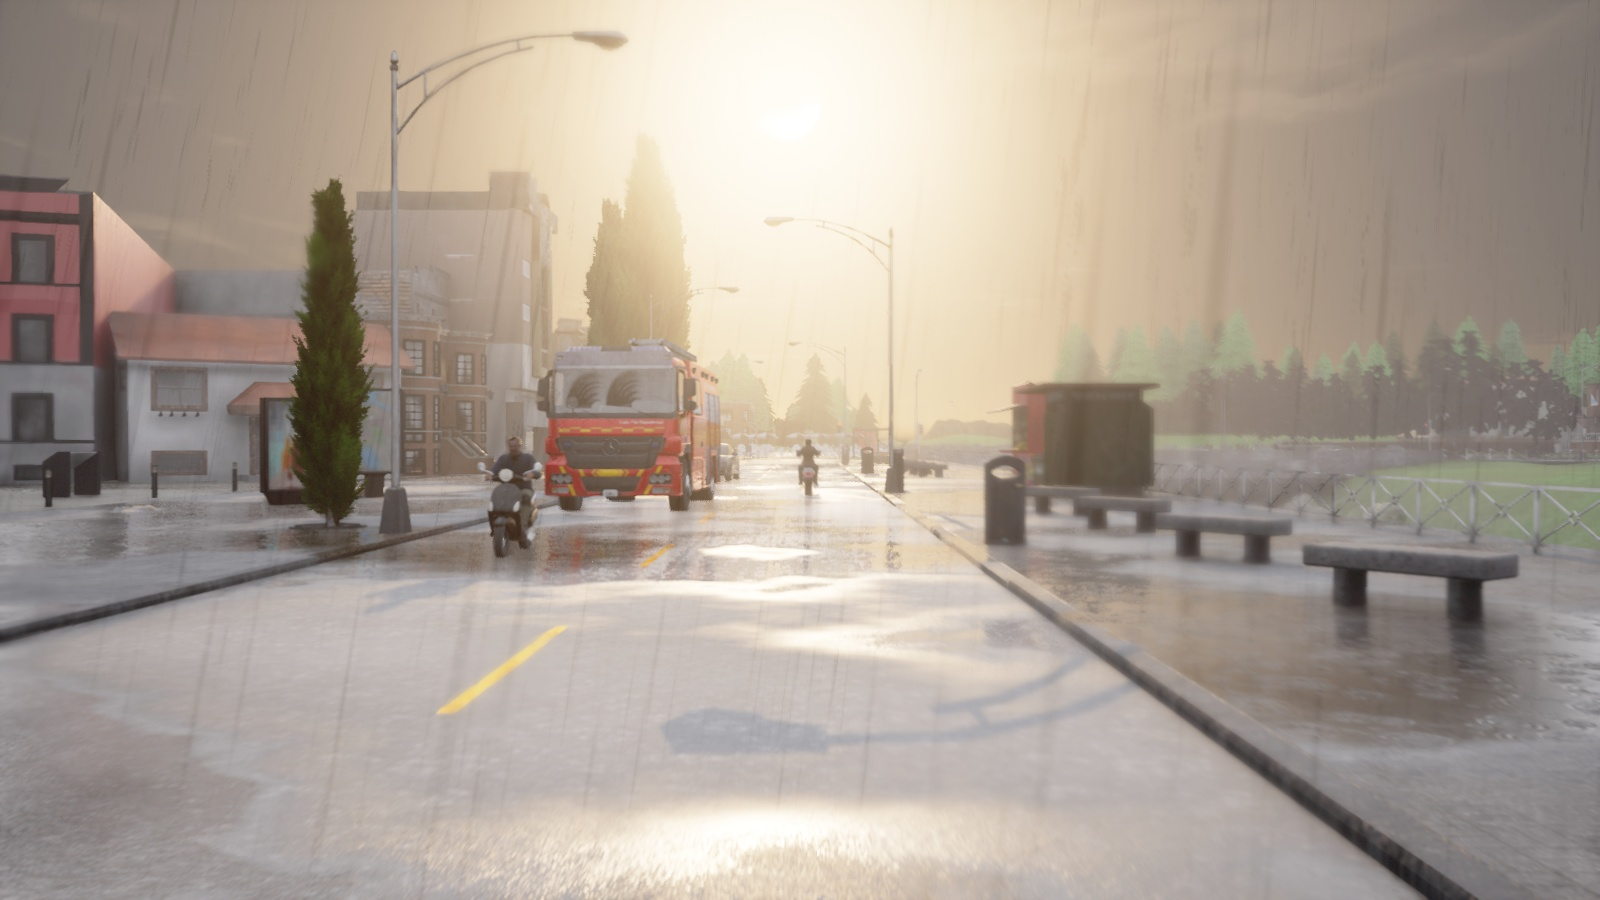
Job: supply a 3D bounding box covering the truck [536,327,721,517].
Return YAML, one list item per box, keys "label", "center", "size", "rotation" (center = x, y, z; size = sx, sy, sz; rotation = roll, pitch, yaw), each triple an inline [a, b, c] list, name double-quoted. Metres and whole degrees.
- label: "truck"
  center: [-3.740, -0.588, 29.669]
  size: [2.891, 3.827, 8.468]
  rotation: [0, 0, 2]

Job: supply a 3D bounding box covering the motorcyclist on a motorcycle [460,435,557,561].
- label: "motorcyclist on a motorcycle"
  center: [-3.861, 0.602, 16.782]
  size: [0.866, 1.590, 1.817]
  rotation: [0, 0, 1]

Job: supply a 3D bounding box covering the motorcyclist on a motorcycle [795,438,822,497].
- label: "motorcyclist on a motorcycle"
  center: [0.259, 0.491, 36.604]
  size: [0.766, 1.649, 2.350]
  rotation: [0, 0, 0]

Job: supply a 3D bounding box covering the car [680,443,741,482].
- label: "car"
  center: [-3.546, 0.464, 50.771]
  size: [1.837, 1.490, 4.892]
  rotation: [0, 0, 3]
